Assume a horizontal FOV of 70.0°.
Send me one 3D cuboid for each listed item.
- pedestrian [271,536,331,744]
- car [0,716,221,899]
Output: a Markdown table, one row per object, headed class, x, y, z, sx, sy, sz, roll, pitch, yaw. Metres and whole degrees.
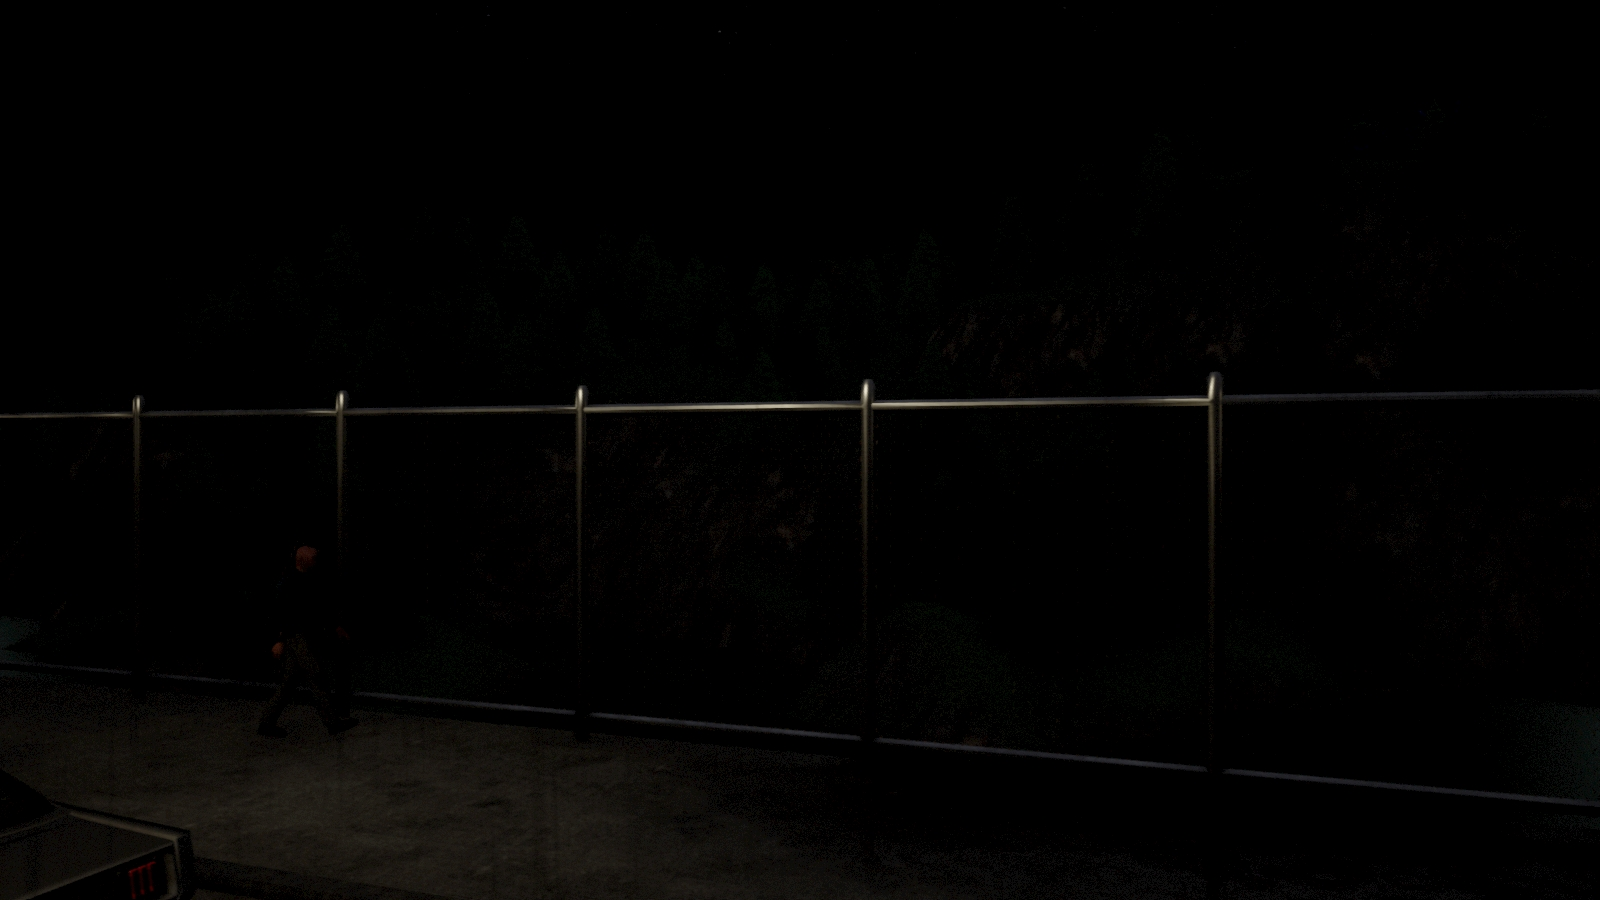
| class | x | y | z | sx | sy | sz | roll | pitch | yaw |
| --- | --- | --- | --- | --- | --- | --- | --- | --- | --- |
| pedestrian | -4.608 | 1.740 | 10.566 | 0.375 | 1.860 | 0.375 | 0 | 0 | 5 |
| car | -5.526 | 2.151 | 5.797 | 4.718 | 1.301 | 1.895 | 0 | 0 | 20 |
